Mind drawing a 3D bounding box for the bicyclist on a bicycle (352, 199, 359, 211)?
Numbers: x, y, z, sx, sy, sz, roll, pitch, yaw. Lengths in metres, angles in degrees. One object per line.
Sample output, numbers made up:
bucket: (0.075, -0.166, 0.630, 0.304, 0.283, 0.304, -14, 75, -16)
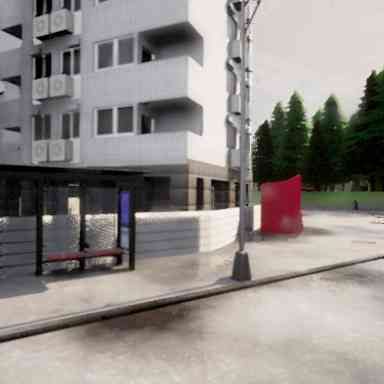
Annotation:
bicyclist on a bicycle: (22.122, 1.804, 45.029, 1.656, 1.620, 0.582, 0, 0, -35)
